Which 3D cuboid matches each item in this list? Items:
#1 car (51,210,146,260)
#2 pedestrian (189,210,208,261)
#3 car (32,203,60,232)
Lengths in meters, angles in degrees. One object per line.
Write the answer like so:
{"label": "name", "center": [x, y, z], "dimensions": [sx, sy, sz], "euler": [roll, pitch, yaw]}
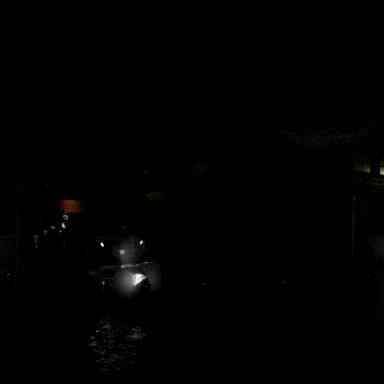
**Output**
{"label": "car", "center": [-3.730, 1.621, 13.077], "dimensions": [2.033, 1.411, 5.357], "euler": [3, -2, -35]}
{"label": "pedestrian", "center": [0.206, 1.438, 11.580], "dimensions": [0.375, 1.860, 0.375], "euler": [2, -1, -34]}
{"label": "car", "center": [-9.352, 1.491, 21.143], "dimensions": [2.097, 1.767, 4.553], "euler": [3, -2, -35]}
